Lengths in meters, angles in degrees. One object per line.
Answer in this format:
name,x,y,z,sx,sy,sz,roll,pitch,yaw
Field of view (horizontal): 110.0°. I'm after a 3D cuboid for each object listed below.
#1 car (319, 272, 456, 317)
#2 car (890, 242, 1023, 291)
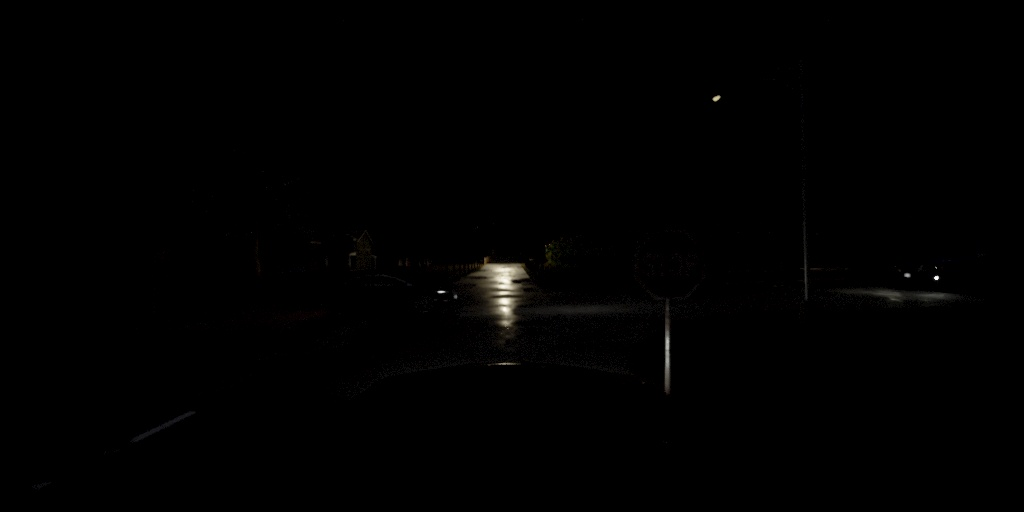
car,-4.595,1.349,13.533,4.902,1.511,2.128,-2,0,0
car,20.790,0.434,16.356,5.566,2.045,2.150,-2,0,0
